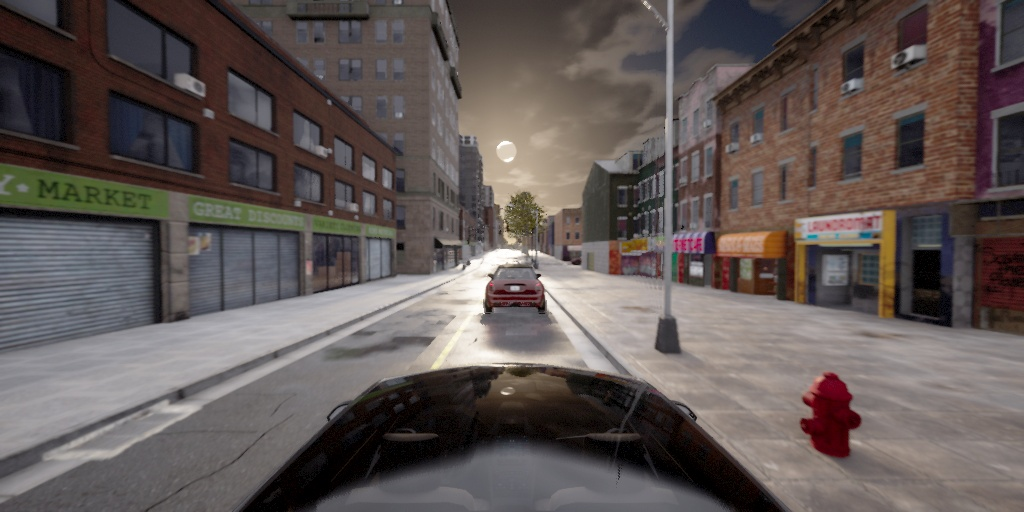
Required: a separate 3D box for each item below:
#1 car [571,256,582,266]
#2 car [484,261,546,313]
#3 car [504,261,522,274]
[{"bbox_3d":[12.701,0.742,61.993,5.009,1.841,2.192,0,0,0],"label":"car"},{"bbox_3d":[0.100,1.086,14.014,2.097,1.767,4.553,0,0,0],"label":"car"},{"bbox_3d":[0.100,1.213,39.559,1.895,1.301,4.718,0,1,0],"label":"car"}]
